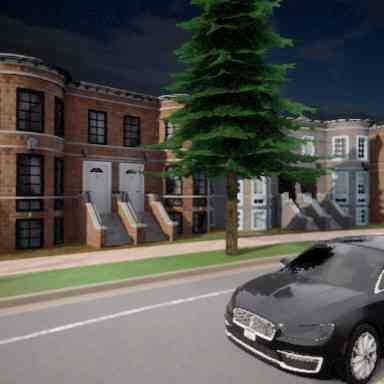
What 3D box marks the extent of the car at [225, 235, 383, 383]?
[{"bbox_3d":[2.771,1.528,5.414,4.892,1.490,1.837,0,0,-32],"label":"car"}]
